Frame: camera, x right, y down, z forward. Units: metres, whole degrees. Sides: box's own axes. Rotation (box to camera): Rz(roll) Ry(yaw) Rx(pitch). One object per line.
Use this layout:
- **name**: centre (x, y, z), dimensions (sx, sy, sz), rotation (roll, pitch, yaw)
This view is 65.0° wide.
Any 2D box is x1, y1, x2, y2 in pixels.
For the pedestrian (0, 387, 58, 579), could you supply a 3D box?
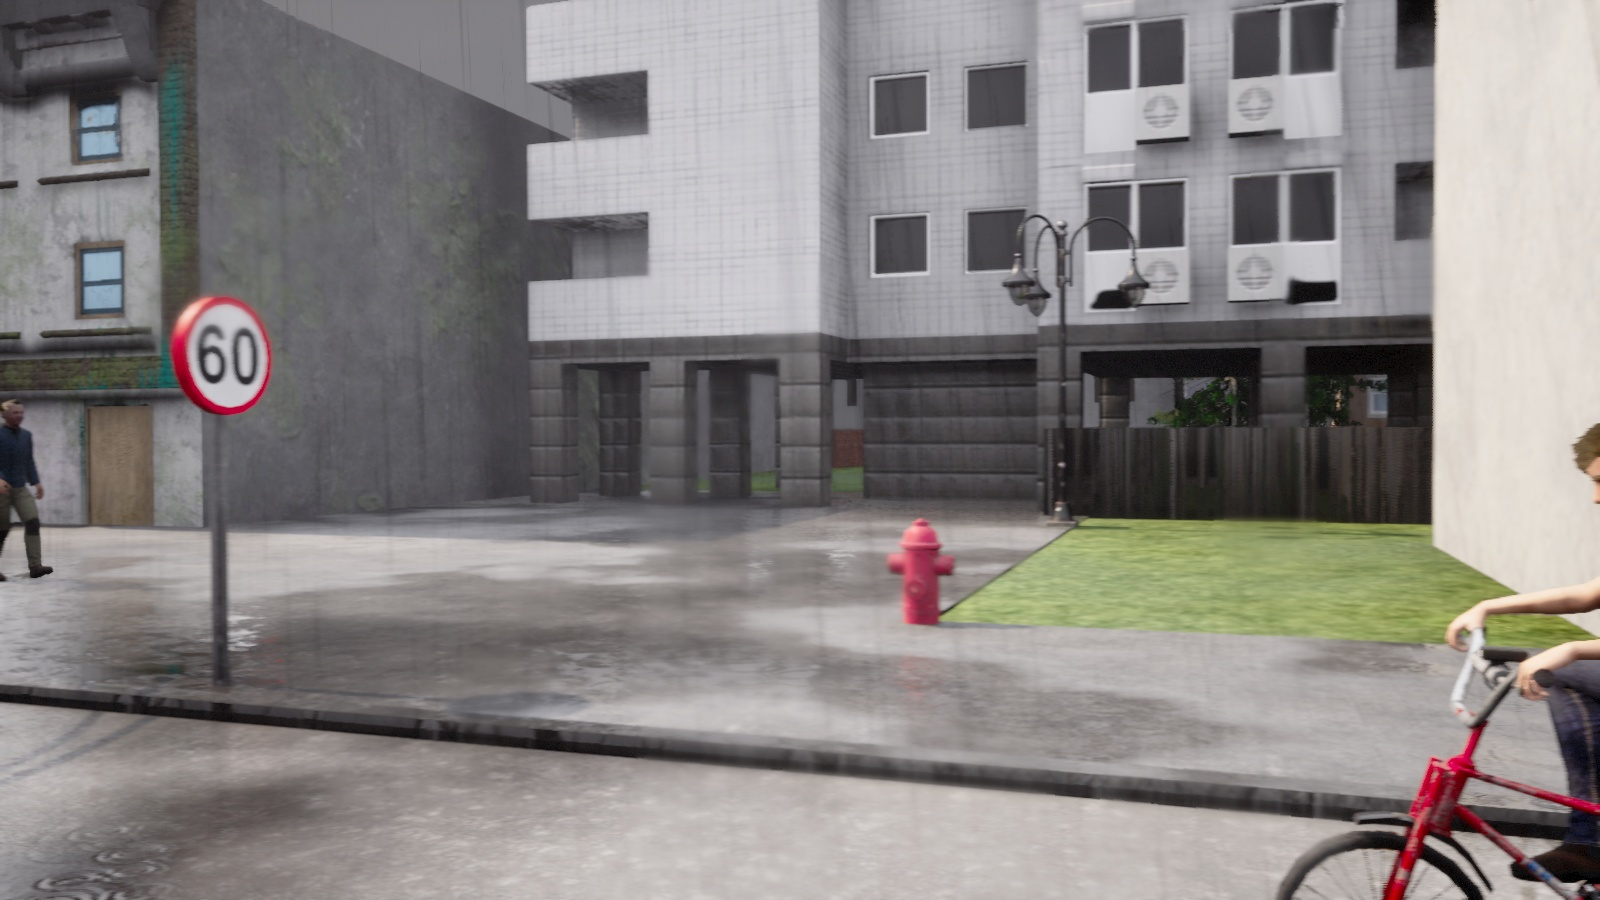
- **pedestrian**: centre (-7.720, 0.310, 12.339), dimensions (0.726, 1.842, 0.402), rotation (1, 1, 26)

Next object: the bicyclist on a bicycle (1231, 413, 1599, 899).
- **bicyclist on a bicycle**: centre (1.869, 0.721, 3.091), dimensions (1.509, 1.612, 0.866), rotation (1, 1, 19)
